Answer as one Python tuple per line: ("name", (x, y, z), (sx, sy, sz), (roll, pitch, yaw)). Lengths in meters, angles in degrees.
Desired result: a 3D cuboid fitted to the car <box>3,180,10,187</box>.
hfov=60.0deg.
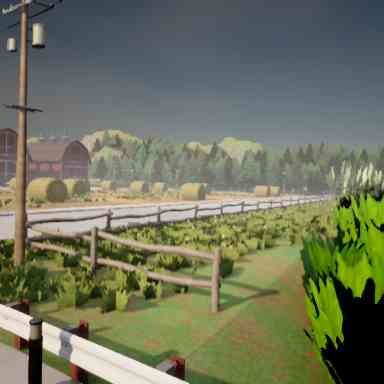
("car", (-45.064, -2.054, 82.201), (1.905, 1.878, 3.866), (8, 2, -14))
